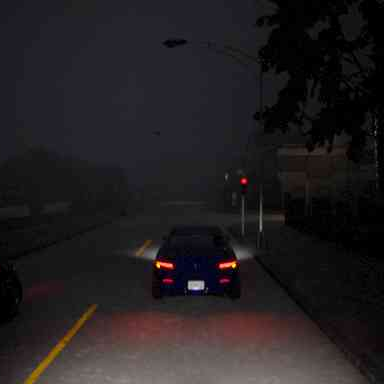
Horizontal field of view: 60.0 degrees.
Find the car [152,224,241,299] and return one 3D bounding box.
[{"bbox_3d":[0.100,1.527,8.330,1.812,1.442,4.674,0,0,1],"label":"car"}]

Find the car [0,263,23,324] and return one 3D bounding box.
[{"bbox_3d":[-4.080,1.564,4.358,1.994,1.385,4.181,0,0,0],"label":"car"}]
